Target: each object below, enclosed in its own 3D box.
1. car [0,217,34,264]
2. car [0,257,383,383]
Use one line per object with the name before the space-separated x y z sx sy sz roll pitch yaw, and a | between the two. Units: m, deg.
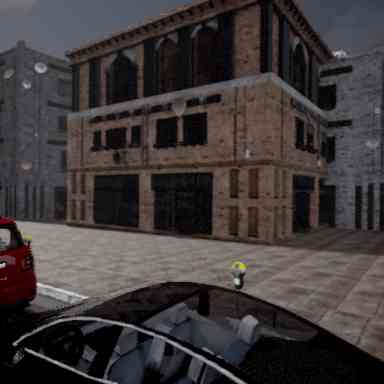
car | -4.998 1.361 6.366 5.009 1.841 2.192 0 1 35
car | -0.448 1.579 3.134 4.313 1.339 1.947 0 1 35
